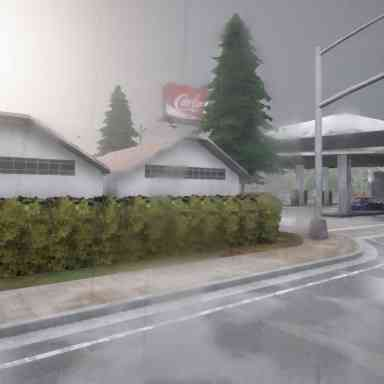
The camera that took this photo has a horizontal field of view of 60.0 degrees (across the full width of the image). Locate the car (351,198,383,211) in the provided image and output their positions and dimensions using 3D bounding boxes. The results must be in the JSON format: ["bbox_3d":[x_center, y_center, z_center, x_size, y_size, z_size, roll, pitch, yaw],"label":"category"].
[{"bbox_3d":[20.782,1.480,39.342,4.611,1.667,2.242,0,0,-36],"label":"car"}]

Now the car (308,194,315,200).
[{"bbox_3d":[31.789,1.330,88.849,2.152,1.636,5.027,0,0,-36],"label":"car"}]
